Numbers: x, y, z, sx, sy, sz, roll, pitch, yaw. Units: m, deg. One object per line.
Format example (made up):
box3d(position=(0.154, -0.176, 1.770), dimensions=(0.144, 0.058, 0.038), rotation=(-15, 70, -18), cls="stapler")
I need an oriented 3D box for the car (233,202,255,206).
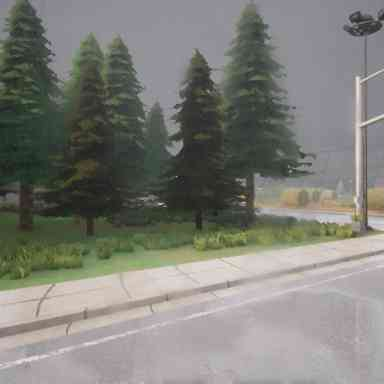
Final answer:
box3d(position=(5.331, 1.552, 35.302), dimensions=(1.812, 1.442, 4.674), rotation=(0, 0, -34), cls="car")
